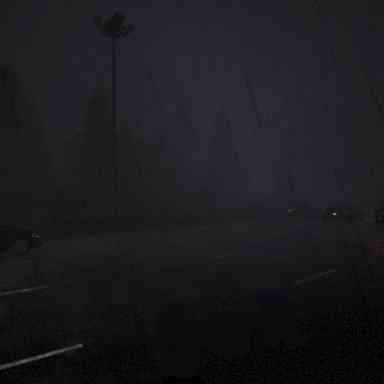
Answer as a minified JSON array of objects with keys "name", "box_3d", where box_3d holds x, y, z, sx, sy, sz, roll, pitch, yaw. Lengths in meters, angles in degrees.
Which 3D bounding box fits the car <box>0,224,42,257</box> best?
[{"name":"car","box_3d":[-7.779,1.484,11.229,5.008,1.535,1.882,0,0,-36]}]

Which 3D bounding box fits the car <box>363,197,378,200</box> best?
[{"name":"car","box_3d":[20.780,1.284,38.724,1.882,1.535,5.008,0,0,25]}]

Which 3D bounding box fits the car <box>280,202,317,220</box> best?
[{"name":"car","box_3d":[8.793,1.454,26.811,1.994,1.385,4.181,0,0,40]}]

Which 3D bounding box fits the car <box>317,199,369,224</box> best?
[{"name":"car","box_3d":[10.918,1.452,23.915,1.994,1.385,4.181,0,0,41]}]

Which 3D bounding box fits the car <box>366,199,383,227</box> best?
[{"name":"car","box_3d":[12.864,1.380,20.814,2.128,1.511,4.902,0,0,41]}]
